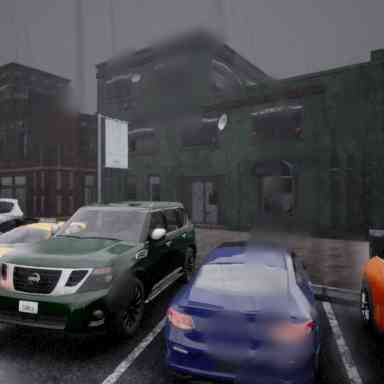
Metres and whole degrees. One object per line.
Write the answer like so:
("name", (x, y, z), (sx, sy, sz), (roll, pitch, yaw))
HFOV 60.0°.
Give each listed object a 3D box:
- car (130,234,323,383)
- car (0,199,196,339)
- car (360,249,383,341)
("car", (0.975, 1.526, 5.399), (2.002, 1.452, 4.674), (0, -1, 15))
("car", (-1.457, 1.236, 7.118), (2.435, 2.045, 5.566), (1, -1, 15))
("car", (3.439, 1.360, 3.695), (2.185, 1.767, 4.553), (1, -1, 15))
